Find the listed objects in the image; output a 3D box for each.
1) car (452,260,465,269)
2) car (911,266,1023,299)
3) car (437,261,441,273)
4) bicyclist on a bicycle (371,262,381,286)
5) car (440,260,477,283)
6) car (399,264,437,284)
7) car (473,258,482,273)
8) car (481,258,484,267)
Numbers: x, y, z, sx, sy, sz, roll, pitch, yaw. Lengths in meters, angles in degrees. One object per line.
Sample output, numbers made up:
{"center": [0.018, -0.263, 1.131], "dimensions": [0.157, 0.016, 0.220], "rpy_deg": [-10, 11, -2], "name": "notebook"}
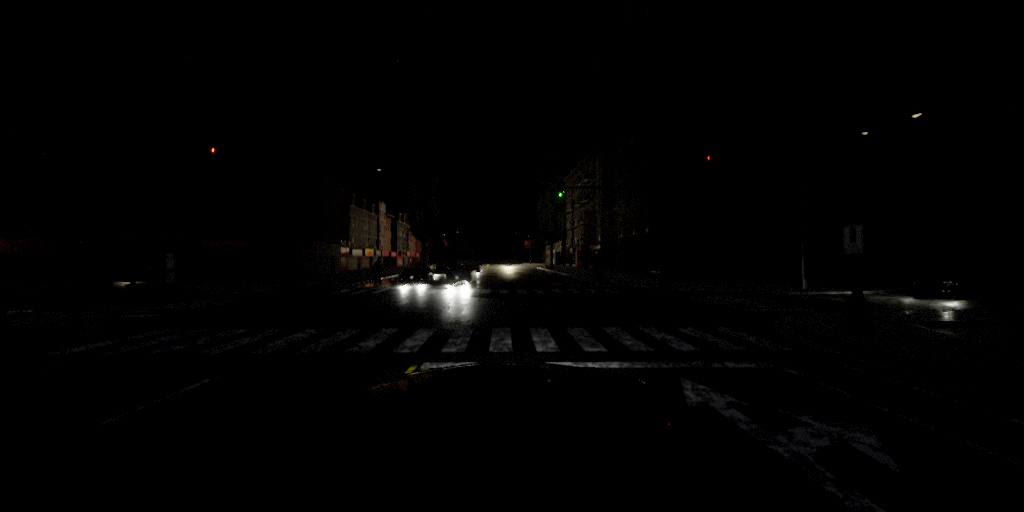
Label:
{"center": [-9.241, 1.391, 62.333], "dimensions": [1.882, 1.535, 5.008], "rpy_deg": [0, 0, -3], "name": "car"}
{"center": [22.333, 1.217, 17.358], "dimensions": [5.008, 1.535, 1.882], "rpy_deg": [0, 0, -3], "name": "car"}
{"center": [-8.262, 1.324, 43.876], "dimensions": [1.882, 1.535, 5.008], "rpy_deg": [0, 0, -3], "name": "car"}
{"center": [-9.353, 1.248, 24.764], "dimensions": [0.582, 1.620, 1.656], "rpy_deg": [0, 0, -3], "name": "bicyclist on a bicycle"}
{"center": [-4.127, 1.295, 28.442], "dimensions": [2.128, 1.511, 4.902], "rpy_deg": [0, 0, -3], "name": "car"}
{"center": [-7.355, 1.366, 27.947], "dimensions": [1.994, 1.385, 4.181], "rpy_deg": [0, 0, -3], "name": "car"}
{"center": [-5.145, 1.380, 46.483], "dimensions": [1.812, 1.442, 4.674], "rpy_deg": [0, 0, -3], "name": "car"}
{"center": [-5.998, 1.053, 62.541], "dimensions": [1.837, 1.490, 4.892], "rpy_deg": [0, 0, -3], "name": "car"}
